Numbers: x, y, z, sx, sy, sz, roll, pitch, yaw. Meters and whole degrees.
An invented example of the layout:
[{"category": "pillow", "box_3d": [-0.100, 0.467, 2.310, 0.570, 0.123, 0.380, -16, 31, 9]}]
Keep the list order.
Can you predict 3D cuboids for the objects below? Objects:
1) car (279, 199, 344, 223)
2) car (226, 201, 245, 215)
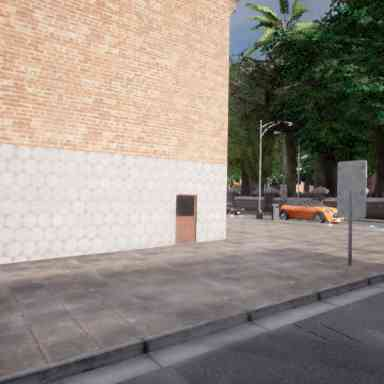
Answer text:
[{"category": "car", "box_3d": [8.755, 1.344, 24.606, 2.097, 1.767, 4.553, 2, -1, -35]}, {"category": "car", "box_3d": [2.829, 1.534, 33.073, 2.033, 1.411, 5.357, 2, -1, -35]}]
